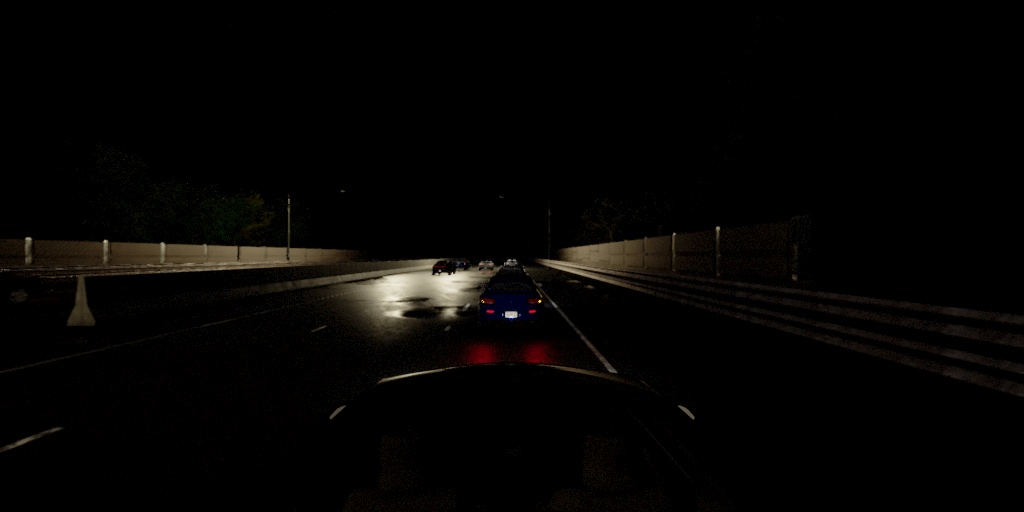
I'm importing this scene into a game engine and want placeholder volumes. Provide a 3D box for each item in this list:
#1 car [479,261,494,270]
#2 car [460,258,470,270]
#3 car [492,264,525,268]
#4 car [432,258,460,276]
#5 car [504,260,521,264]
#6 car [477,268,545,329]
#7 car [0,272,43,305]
[{"bbox_3d":[-3.502,1.293,49.829,1.895,1.301,4.718,0,0,0],"label":"car"},{"bbox_3d":[-7.001,1.045,49.368,2.097,1.767,4.553,0,0,0],"label":"car"},{"bbox_3d":[-0.041,1.328,21.761,1.895,1.301,4.718,0,0,0],"label":"car"},{"bbox_3d":[-6.973,1.212,37.059,1.837,1.490,4.892,0,0,0],"label":"car"},{"bbox_3d":[0.040,1.208,30.381,2.128,1.511,4.902,0,0,0],"label":"car"},{"bbox_3d":[-0.020,1.265,11.066,1.812,1.442,4.674,0,0,0],"label":"car"},{"bbox_3d":[-21.117,1.215,13.222,1.882,1.535,5.008,0,0,0],"label":"car"}]
